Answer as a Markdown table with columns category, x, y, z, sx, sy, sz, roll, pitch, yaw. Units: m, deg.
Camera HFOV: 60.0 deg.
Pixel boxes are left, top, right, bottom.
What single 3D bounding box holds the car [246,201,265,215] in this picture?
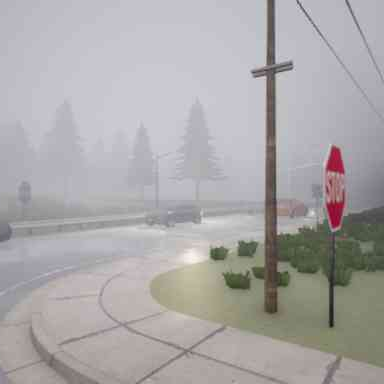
| category | x | y | z | sx | sy | sz | roll | pitch | yaw |
| --- | --- | --- | --- | --- | --- | --- | --- | --- | --- |
| car | 7.253 | 1.593 | 33.651 | 1.895 | 1.301 | 4.718 | 0 | 0 | 37 |

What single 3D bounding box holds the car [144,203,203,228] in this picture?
| category | x | y | z | sx | sy | sz | roll | pitch | yaw |
| --- | --- | --- | --- | --- | --- | --- | --- | --- | --- |
| car | -1.139 | 1.498 | 22.351 | 1.837 | 1.490 | 4.892 | 0 | 0 | 37 |

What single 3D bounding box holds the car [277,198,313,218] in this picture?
| category | x | y | z | sx | sy | sz | roll | pitch | yaw |
| --- | --- | --- | --- | --- | --- | --- | --- | --- | --- |
| car | 8.691 | 1.347 | 29.397 | 2.097 | 1.767 | 4.553 | 0 | 0 | 37 |

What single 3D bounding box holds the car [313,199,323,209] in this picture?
| category | x | y | z | sx | sy | sz | roll | pitch | yaw |
| --- | --- | --- | --- | --- | --- | --- | --- | --- | --- |
| car | 16.662 | 1.636 | 46.175 | 1.895 | 1.301 | 4.718 | 0 | 0 | 37 |

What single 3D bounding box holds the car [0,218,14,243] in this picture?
| category | x | y | z | sx | sy | sz | roll | pitch | yaw |
| --- | --- | --- | --- | --- | --- | --- | --- | --- | --- |
| car | -9.008 | 1.484 | 11.746 | 2.128 | 1.511 | 4.902 | 0 | 0 | 37 |
